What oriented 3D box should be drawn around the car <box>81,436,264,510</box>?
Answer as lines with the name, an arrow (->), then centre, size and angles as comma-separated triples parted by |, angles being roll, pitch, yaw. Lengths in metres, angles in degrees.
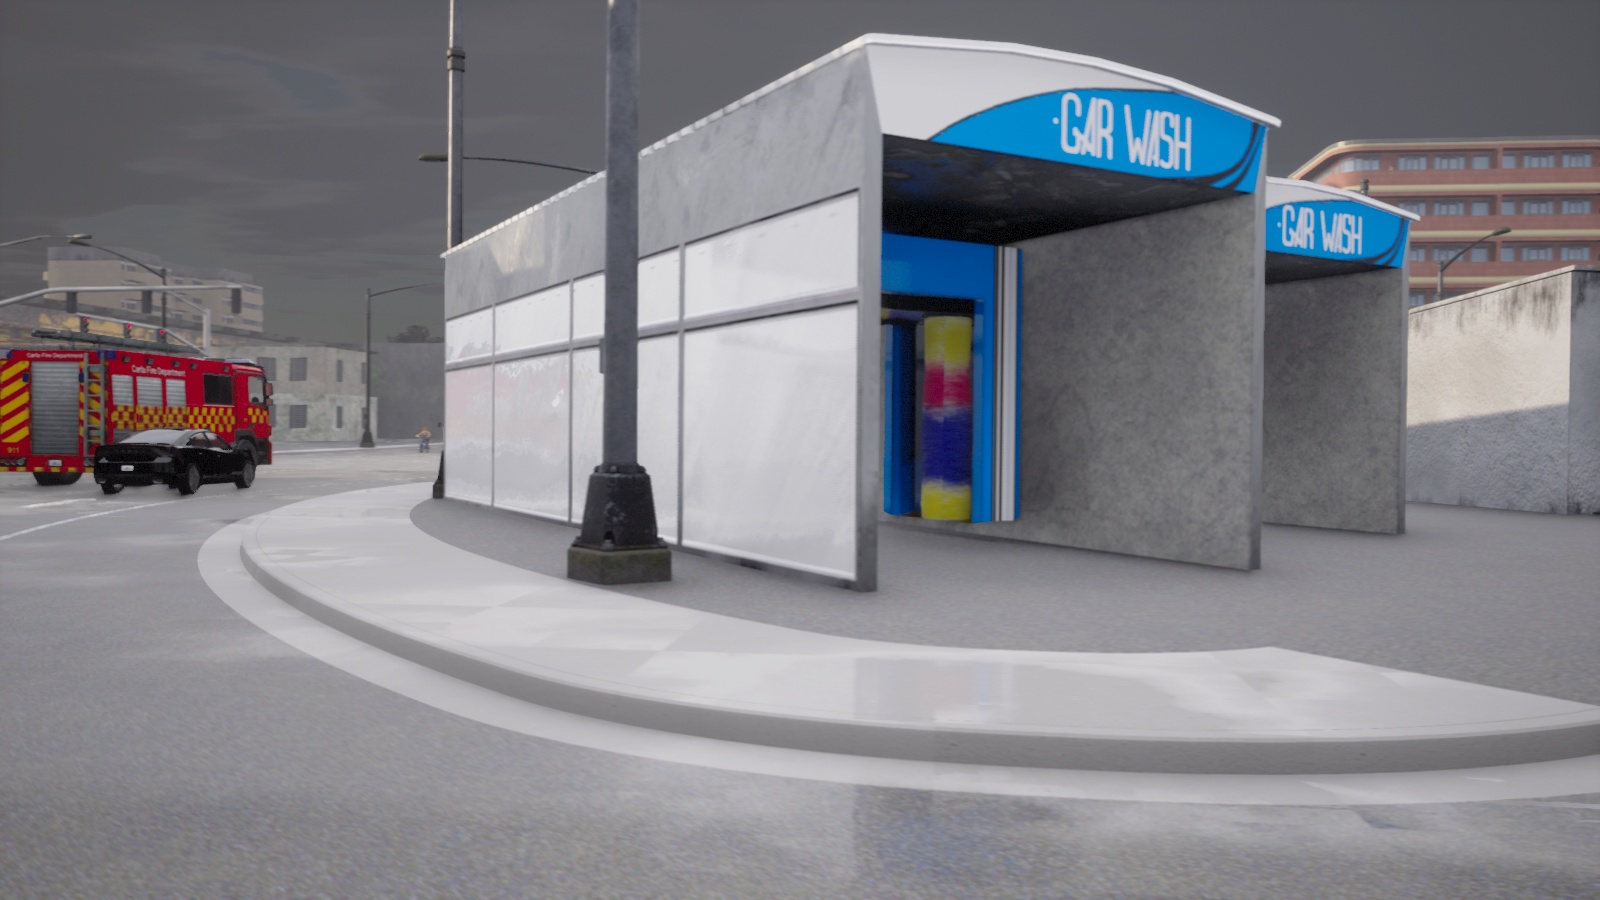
car -> -14.393, 0.463, 29.182 | 1.882, 1.535, 5.008 | -1, 1, -2

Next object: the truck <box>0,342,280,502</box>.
truck -> -17.653, -0.718, 34.404 | 2.891, 3.827, 8.468 | 0, 1, 3
